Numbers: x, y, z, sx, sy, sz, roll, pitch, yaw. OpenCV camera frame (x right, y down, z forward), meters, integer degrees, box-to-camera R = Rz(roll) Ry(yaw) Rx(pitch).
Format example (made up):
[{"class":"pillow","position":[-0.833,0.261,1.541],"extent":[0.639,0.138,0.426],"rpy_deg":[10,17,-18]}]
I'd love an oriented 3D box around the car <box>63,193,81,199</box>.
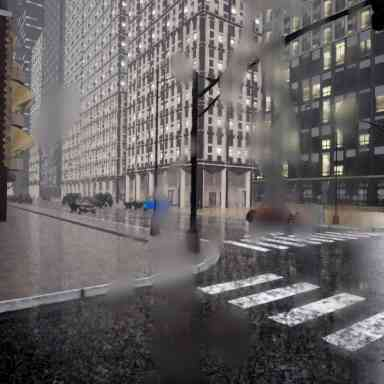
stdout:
[{"class":"car","position":[-20.001,1.182,55.628],"extent":[2.150,2.045,5.566],"rpy_deg":[1,-1,-35]}]

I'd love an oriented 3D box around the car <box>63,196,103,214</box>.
[{"class":"car","position":[-10.860,1.427,32.921],"extent":[2.008,1.369,4.403],"rpy_deg":[1,-1,-35]}]

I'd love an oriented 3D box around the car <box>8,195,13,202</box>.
[{"class":"car","position":[-37.025,1.397,69.764],"extent":[1.947,1.339,4.313],"rpy_deg":[1,-1,-35]}]

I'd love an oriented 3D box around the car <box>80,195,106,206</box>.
[{"class":"car","position":[-14.539,1.536,48.025],"extent":[1.994,1.385,4.181],"rpy_deg":[1,-1,-37]}]

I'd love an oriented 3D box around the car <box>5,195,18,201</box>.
[{"class":"car","position":[-40.295,1.378,74.369],"extent":[2.008,1.369,4.403],"rpy_deg":[1,-1,-35]}]

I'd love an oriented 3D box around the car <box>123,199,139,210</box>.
[{"class":"car","position":[-7.299,1.584,42.378],"extent":[2.008,1.369,4.403],"rpy_deg":[1,-1,-35]}]

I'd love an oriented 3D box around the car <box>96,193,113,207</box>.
[{"class":"car","position":[-14.447,1.255,53.171],"extent":[2.150,2.045,5.566],"rpy_deg":[1,-1,-35]}]

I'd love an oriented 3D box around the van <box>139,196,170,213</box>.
[{"class":"van","position":[-4.025,1.382,37.774],"extent":[1.690,1.788,3.998],"rpy_deg":[1,-1,-35]}]

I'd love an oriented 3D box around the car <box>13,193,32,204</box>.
[{"class":"car","position":[-30.480,1.155,60.556],"extent":[2.192,1.841,5.009],"rpy_deg":[1,-1,-35]}]

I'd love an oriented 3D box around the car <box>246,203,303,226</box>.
[{"class":"car","position":[5.786,1.505,23.957],"extent":[1.967,1.590,4.097],"rpy_deg":[1,-1,-35]}]

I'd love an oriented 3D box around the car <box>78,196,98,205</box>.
[{"class":"car","position":[-18.455,1.526,58.874],"extent":[1.837,1.490,4.892],"rpy_deg":[1,-1,-35]}]

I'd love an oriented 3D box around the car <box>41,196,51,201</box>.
[{"class":"car","position":[-36.736,1.570,83.825],"extent":[1.802,1.307,4.206],"rpy_deg":[1,-1,-35]}]
